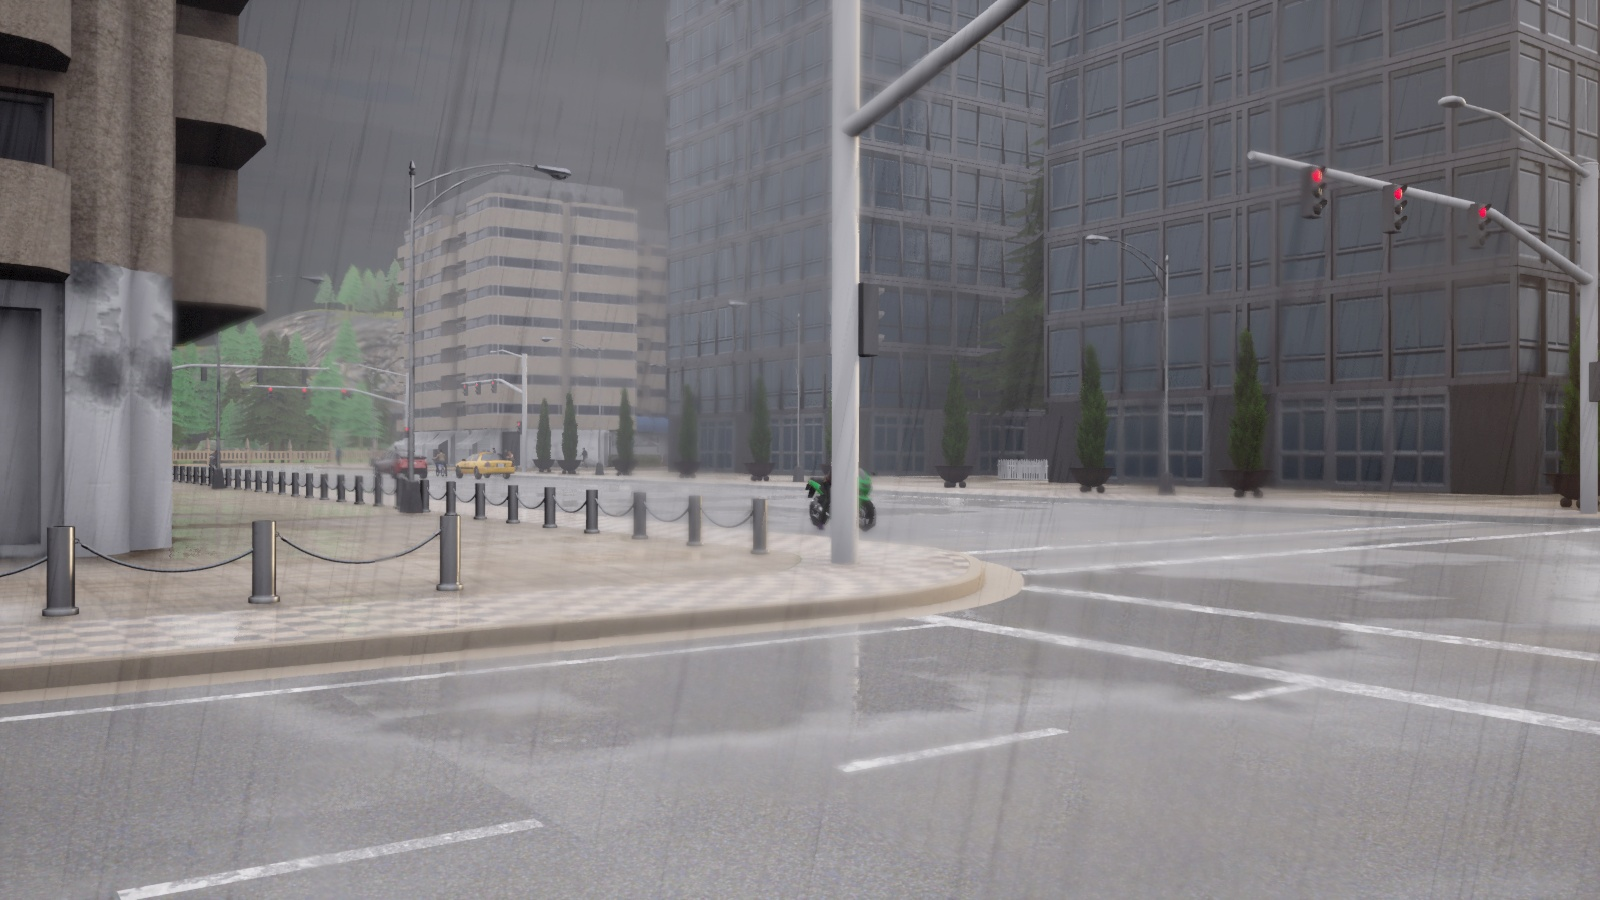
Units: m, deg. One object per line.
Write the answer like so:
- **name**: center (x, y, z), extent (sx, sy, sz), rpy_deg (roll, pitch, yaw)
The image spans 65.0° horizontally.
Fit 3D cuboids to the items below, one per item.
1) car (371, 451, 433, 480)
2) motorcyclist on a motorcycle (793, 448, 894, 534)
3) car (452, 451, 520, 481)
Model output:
- **car**: center (-21.780, 0.850, 68.660), extent (2.007, 1.525, 4.514), rpy_deg (0, 0, -34)
- **motorcyclist on a motorcycle**: center (0.787, 0.727, 23.342), extent (0.797, 1.523, 2.044), rpy_deg (0, 0, -35)
- **car**: center (-17.047, 0.831, 67.935), extent (1.801, 1.575, 5.366), rpy_deg (0, 0, -34)
